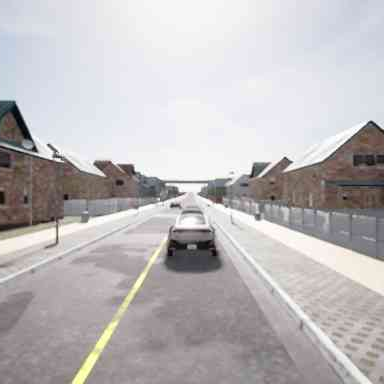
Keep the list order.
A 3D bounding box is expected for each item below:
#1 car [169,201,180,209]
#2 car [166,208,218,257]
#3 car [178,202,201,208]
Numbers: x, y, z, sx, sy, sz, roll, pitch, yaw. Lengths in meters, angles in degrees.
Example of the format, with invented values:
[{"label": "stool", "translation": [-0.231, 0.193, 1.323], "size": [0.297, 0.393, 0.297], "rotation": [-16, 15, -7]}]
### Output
[{"label": "car", "translation": [-2.820, 2.150, 56.894], "size": [1.895, 1.301, 4.718], "rotation": [0, -1, 0]}, {"label": "car", "translation": [0.025, 1.636, 13.500], "size": [2.128, 1.511, 4.902], "rotation": [0, 0, 1]}, {"label": "car", "translation": [0.027, 1.796, 28.498], "size": [1.837, 1.490, 4.892], "rotation": [0, 0, 1]}]
